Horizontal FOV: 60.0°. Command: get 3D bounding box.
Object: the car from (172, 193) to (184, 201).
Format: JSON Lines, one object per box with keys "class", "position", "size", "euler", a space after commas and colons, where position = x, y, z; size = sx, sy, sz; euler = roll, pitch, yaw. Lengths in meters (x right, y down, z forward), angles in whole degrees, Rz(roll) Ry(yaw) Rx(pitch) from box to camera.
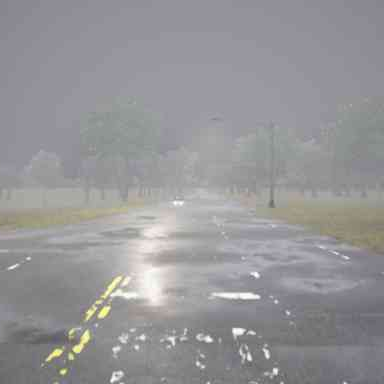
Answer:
{"class": "car", "position": [-2.473, 0.952, 61.033], "size": [2.128, 1.511, 4.902], "euler": [0, 1, 2]}
